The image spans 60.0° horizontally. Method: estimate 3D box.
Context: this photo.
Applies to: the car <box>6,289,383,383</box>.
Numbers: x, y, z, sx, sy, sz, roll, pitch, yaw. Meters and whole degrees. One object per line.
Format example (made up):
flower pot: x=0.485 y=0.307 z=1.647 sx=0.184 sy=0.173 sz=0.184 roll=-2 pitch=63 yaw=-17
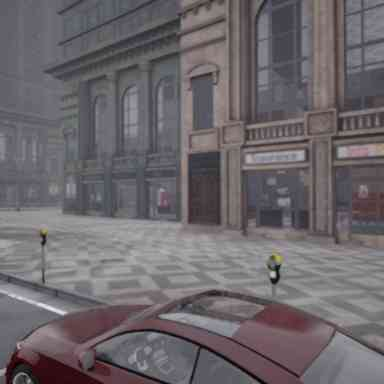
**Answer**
car: x=0.049 y=1.585 z=2.944 sx=4.206 sy=1.307 sz=1.802 roll=0 pitch=0 yaw=36
